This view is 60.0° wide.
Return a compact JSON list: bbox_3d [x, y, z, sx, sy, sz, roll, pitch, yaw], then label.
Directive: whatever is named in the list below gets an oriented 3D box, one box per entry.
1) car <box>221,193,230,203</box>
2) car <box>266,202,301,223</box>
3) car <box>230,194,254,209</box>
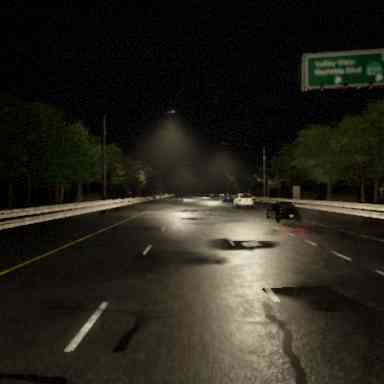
[{"bbox_3d":[7.066,1.361,66.969,2.097,1.767,4.553,0,0,0],"label":"car"},{"bbox_3d":[7.023,1.535,25.744,1.812,1.442,4.674,0,0,0],"label":"car"},{"bbox_3d":[7.044,1.245,45.761,2.150,2.045,5.566,0,0,0],"label":"car"}]
